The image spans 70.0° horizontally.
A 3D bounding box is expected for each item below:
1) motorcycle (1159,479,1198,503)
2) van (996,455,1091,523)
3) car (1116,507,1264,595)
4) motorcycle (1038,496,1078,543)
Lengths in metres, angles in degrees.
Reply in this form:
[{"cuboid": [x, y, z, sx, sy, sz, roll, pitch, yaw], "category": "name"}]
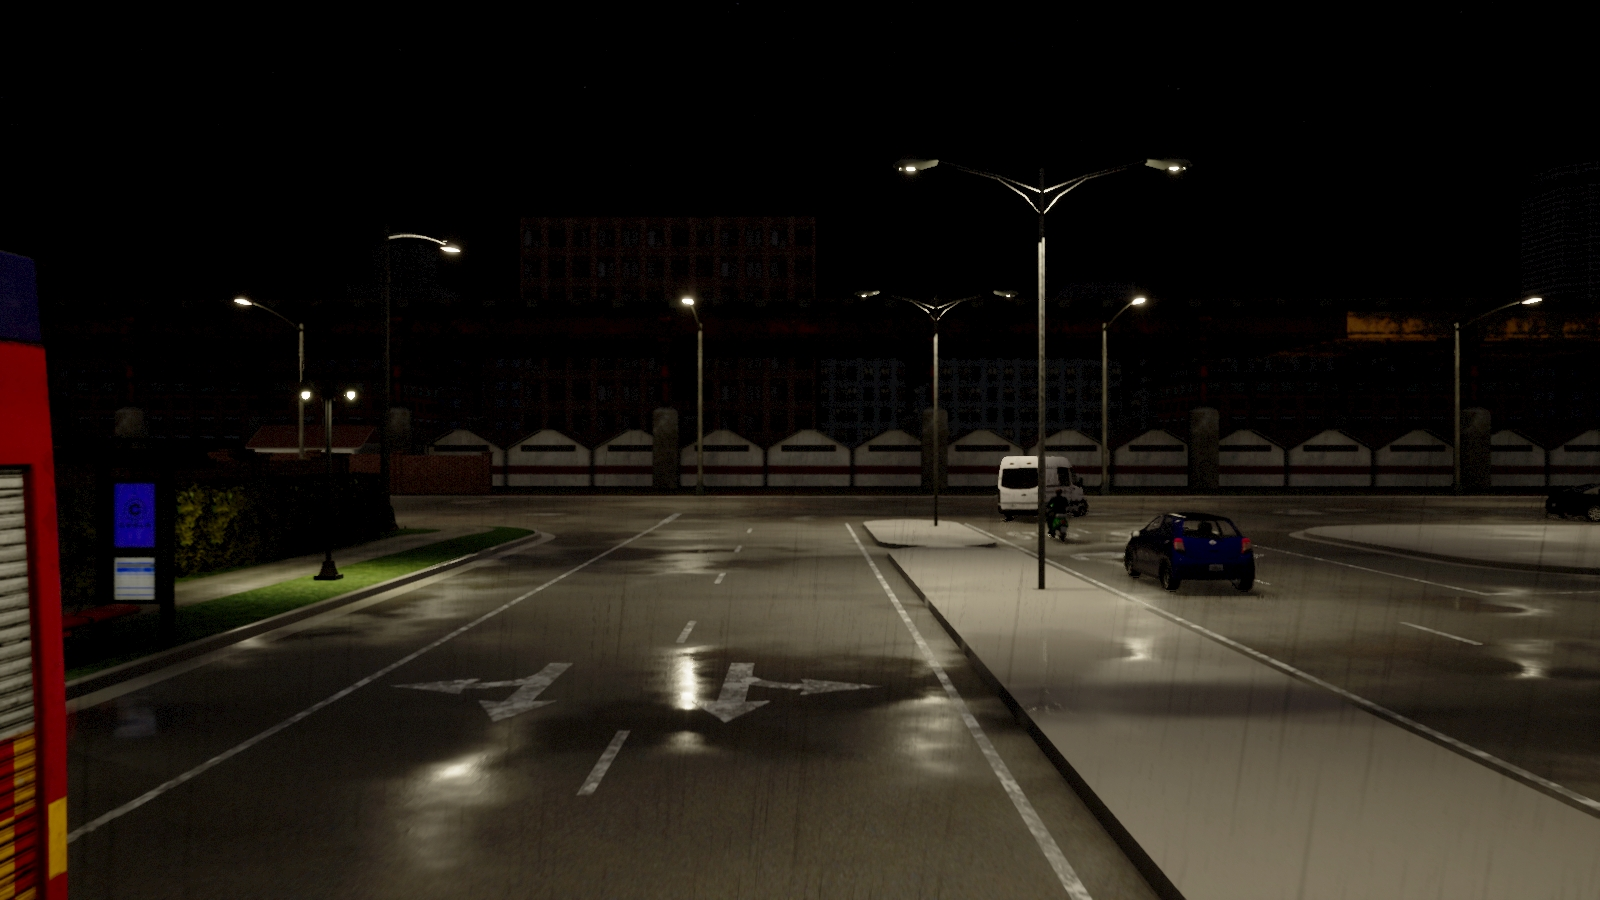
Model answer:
[{"cuboid": [20.060, 2.179, 60.588, 1.805, 1.236, 0.856, 0, 0, 0], "category": "motorcycle"}, {"cuboid": [9.985, 1.532, 46.443, 1.988, 2.561, 5.915, -2, -1, 30], "category": "van"}, {"cuboid": [8.007, 2.036, 23.807, 1.845, 1.501, 3.633, 0, 0, 0], "category": "car"}, {"cuboid": [8.000, 2.127, 35.502, 0.856, 1.341, 1.805, 0, 0, 0], "category": "motorcycle"}]
